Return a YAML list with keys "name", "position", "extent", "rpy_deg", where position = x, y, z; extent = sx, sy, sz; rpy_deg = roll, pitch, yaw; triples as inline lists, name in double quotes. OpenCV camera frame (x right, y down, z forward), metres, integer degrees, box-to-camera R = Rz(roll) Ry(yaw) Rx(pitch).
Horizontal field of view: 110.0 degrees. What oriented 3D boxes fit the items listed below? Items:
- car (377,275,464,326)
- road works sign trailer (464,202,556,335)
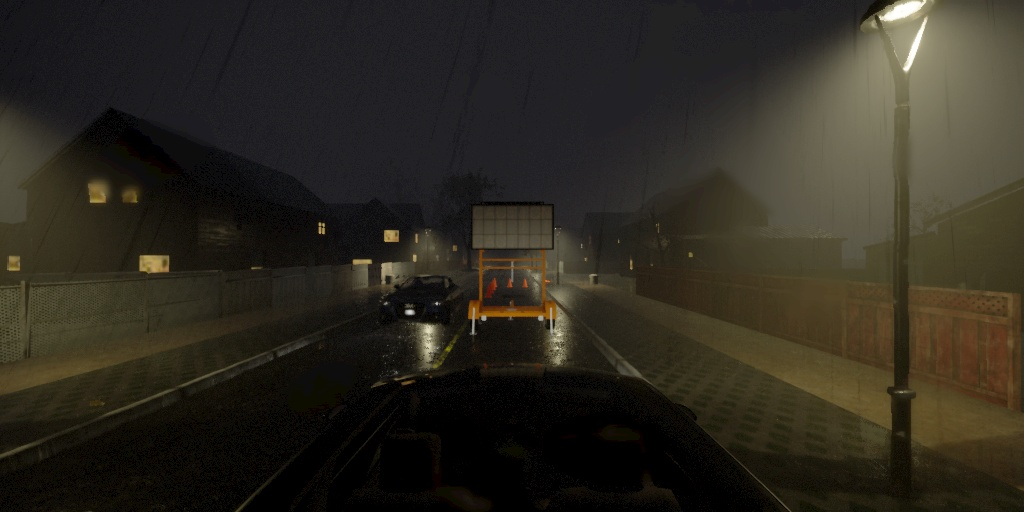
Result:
- name: "car"
  position: [-2.737, 1.322, 11.578]
  extent: [1.994, 1.385, 4.181]
  rpy_deg: [0, 0, 0]
- name: "road works sign trailer"
  position: [0.012, 0.220, 10.535]
  extent: [2.380, 3.560, 2.880]
  rpy_deg: [0, 0, 0]
